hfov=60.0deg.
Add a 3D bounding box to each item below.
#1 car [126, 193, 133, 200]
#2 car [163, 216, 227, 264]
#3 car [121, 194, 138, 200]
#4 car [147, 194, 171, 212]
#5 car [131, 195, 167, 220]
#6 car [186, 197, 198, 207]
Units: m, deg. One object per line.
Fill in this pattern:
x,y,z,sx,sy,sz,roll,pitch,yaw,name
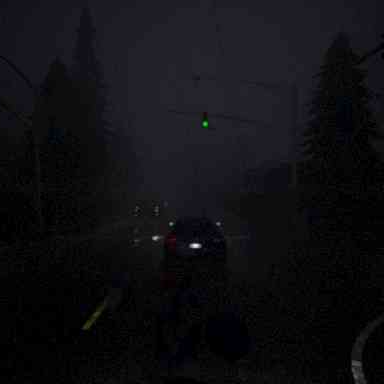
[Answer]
-16.756,1.106,82.773,3.866,1.878,1.905,0,0,0,car
0.102,1.562,11.810,1.994,1.385,4.181,0,0,0,car
-16.164,1.391,86.101,3.806,1.475,1.970,0,0,0,car
-3.575,1.365,38.153,2.097,1.767,4.553,0,0,0,car
-3.582,1.362,28.233,2.097,1.767,4.553,0,0,0,car
0.014,1.543,52.323,1.812,1.442,4.674,0,0,0,car
